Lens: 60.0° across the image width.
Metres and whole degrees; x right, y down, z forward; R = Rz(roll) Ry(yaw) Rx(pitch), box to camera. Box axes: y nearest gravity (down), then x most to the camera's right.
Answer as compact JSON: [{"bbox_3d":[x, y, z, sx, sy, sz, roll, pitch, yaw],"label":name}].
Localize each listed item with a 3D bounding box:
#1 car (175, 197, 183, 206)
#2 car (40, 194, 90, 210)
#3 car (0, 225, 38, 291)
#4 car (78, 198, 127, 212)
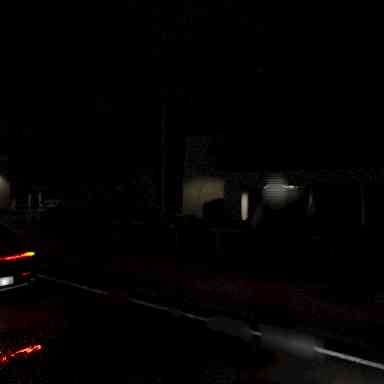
[{"bbox_3d":[-0.787,1.463,54.062,2.128,1.511,4.902,0,0,36],"label":"car"},{"bbox_3d":[-13.517,1.191,36.252,2.150,2.045,5.566,0,0,35],"label":"car"},{"bbox_3d":[-5.574,1.496,7.974,4.892,1.490,1.837,0,0,37],"label":"car"},{"bbox_3d":[-9.413,1.574,35.981,1.895,1.301,4.718,0,0,35],"label":"car"}]
